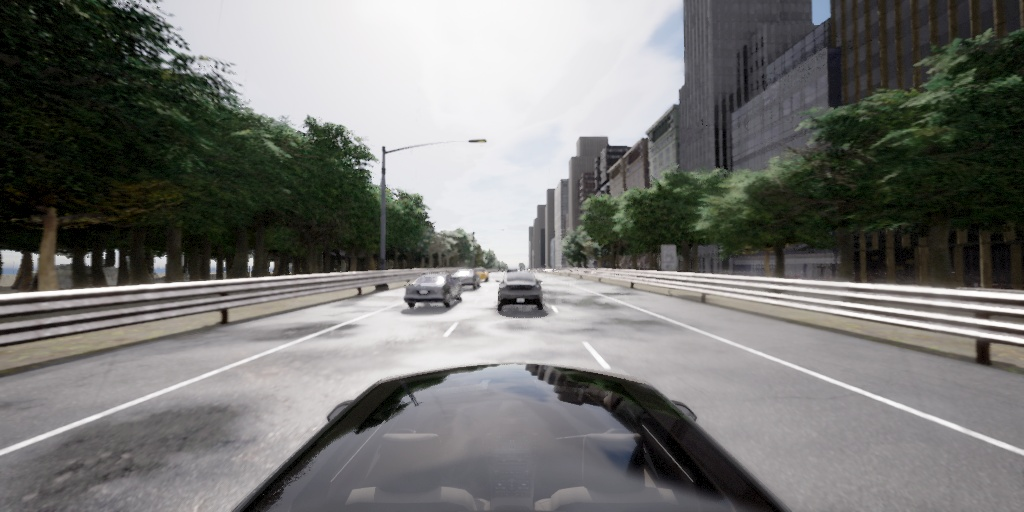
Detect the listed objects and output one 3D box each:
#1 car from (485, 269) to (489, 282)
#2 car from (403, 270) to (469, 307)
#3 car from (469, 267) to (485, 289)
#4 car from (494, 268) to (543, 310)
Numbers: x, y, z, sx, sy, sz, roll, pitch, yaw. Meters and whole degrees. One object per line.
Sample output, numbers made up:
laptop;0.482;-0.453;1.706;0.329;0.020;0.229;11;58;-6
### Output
car;-3.489;1.951;38.870;1.801;1.575;5.366;0;-2;0
car;-3.496;1.518;16.678;2.033;1.411;5.357;0;-1;0
car;-3.492;1.756;27.679;2.033;1.411;5.357;0;-1;0
car;0.292;1.465;16.019;1.837;1.490;4.892;0;-1;-1
